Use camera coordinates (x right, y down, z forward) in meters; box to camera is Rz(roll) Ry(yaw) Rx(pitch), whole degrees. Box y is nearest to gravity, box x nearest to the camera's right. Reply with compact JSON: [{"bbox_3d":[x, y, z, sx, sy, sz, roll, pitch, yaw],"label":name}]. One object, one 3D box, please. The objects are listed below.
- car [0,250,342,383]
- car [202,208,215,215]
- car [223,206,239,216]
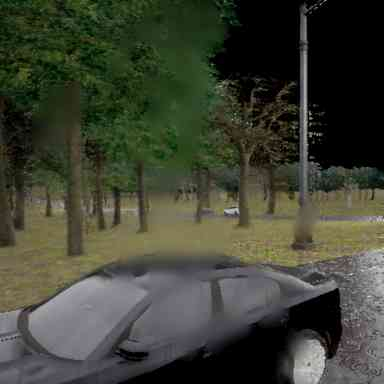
[{"bbox_3d":[-0.420,1.474,3.564,5.008,1.535,1.882,0,0,-36],"label":"car"},{"bbox_3d":[3.289,4.336,75.208,1.812,1.442,4.674,-1,-1,-34],"label":"car"},{"bbox_3d":[8.635,3.805,67.413,2.150,2.045,5.566,-1,-3,-34],"label":"car"}]
